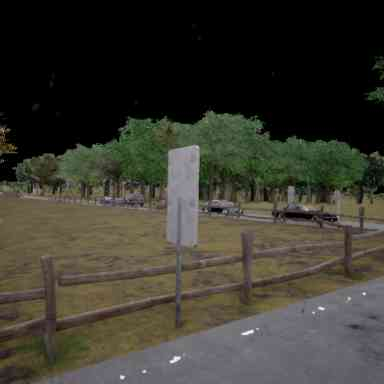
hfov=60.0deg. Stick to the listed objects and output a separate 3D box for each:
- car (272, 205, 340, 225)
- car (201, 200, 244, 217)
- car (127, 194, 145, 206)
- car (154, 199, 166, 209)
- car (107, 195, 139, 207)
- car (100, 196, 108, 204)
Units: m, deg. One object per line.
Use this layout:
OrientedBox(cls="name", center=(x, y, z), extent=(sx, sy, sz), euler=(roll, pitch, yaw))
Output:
OrientedBox(cls="car", center=(8.274, 1.624, 24.501), extent=(1.895, 1.301, 4.718), euler=(2, -1, -36))
OrientedBox(cls="car", center=(2.878, 1.511, 32.047), extent=(2.128, 1.511, 4.902), euler=(2, -1, -36))
OrientedBox(cls="car", center=(-9.844, 1.304, 54.902), extent=(2.150, 2.045, 5.566), euler=(2, -1, -36))
OrientedBox(cls="car", center=(-2.843, 1.579, 40.043), extent=(1.994, 1.385, 4.181), euler=(2, -1, -37))
OrientedBox(cls="car", center=(-10.577, 1.557, 50.959), extent=(2.033, 1.411, 5.357), euler=(2, -1, -35))
OrientedBox(cls="car", center=(-16.074, 1.583, 63.584), extent=(1.812, 1.442, 4.674), euler=(2, -1, -35))
